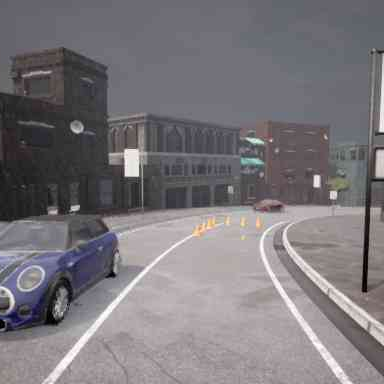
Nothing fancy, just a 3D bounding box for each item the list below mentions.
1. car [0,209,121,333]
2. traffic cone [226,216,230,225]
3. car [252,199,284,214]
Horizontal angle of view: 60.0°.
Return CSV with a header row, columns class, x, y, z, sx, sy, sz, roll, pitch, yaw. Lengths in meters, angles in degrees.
class,x,y,z,sx,sy,sz,roll,pitch,yaw
car,-3.114,1.329,7.102,2.097,1.767,4.553,0,0,5
traffic cone,2.485,1.955,22.674,0.340,0.580,0.340,2,0,12
car,8.551,1.526,37.084,1.882,1.535,5.008,3,1,39
